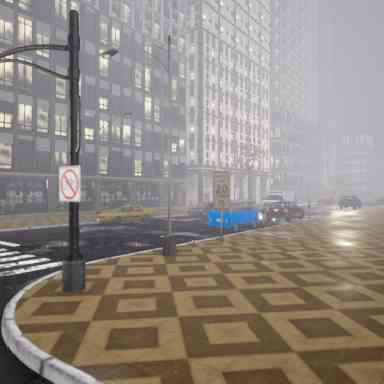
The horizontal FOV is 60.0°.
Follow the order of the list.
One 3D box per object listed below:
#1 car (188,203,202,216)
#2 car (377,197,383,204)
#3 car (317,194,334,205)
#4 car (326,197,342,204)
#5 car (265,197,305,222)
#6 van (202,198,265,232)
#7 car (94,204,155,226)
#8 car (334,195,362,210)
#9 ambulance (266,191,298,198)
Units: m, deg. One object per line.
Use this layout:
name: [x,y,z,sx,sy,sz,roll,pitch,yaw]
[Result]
car: [1.368,1.603,31.706,1.802,1.307,4.206,0,0,38]
car: [38.212,1.658,66.518,1.947,1.339,4.313,0,0,38]
car: [25.175,1.380,62.530,2.192,1.841,5.009,0,0,38]
car: [28.576,1.624,66.932,2.008,1.369,4.403,0,0,38]
car: [7.605,1.472,26.889,1.967,1.590,4.097,0,0,38]
van: [2.631,1.367,20.268,1.690,1.788,3.998,0,0,38]
car: [-4.752,1.539,23.993,1.752,1.417,4.829,0,0,38]
car: [21.208,1.368,44.502,2.192,1.841,5.009,0,0,38]
ambulance: [10.242,1.062,38.996,2.351,2.431,6.366,0,0,38]
